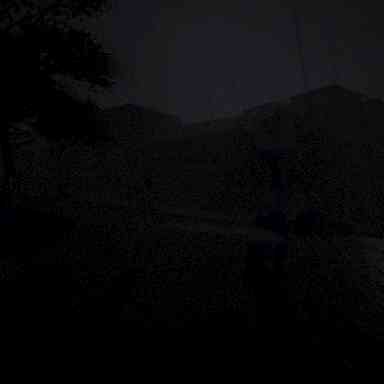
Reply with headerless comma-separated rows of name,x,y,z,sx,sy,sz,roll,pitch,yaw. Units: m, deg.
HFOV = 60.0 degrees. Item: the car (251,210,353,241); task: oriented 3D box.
car,5.390,1.569,16.715,4.718,1.301,1.895,3,1,17
